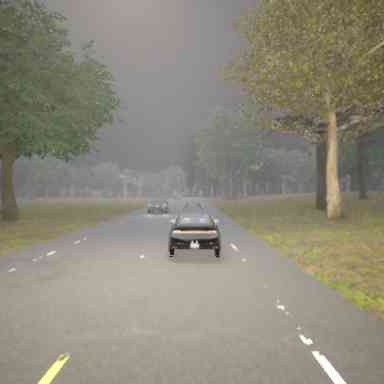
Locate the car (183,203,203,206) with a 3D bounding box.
[{"bbox_3d":[0.094,1.629,29.030,1.994,1.385,4.181,0,0,0],"label":"car"}]

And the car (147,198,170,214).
[{"bbox_3d":[-3.591,1.409,36.218,2.097,1.767,4.553,0,0,0],"label":"car"}]

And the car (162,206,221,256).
[{"bbox_3d":[0.094,1.531,13.179,2.128,1.511,4.902,0,0,0],"label":"car"}]

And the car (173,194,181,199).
[{"bbox_3d":[-3.497,1.208,77.762,1.882,1.535,5.008,0,0,0],"label":"car"}]
